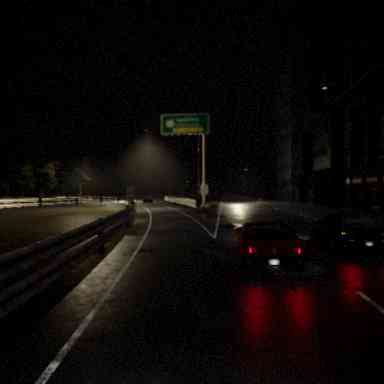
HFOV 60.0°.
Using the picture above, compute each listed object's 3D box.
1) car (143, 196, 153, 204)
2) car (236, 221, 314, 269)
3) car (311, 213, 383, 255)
[{"bbox_3d":[-8.701,1.586,65.837,1.882,1.535,5.008,0,0,-10],"label":"car"},{"bbox_3d":[2.472,1.646,11.354,1.895,1.301,4.718,0,0,5],"label":"car"},{"bbox_3d":[6.190,1.562,13.491,1.812,1.442,4.674,0,0,5],"label":"car"}]
